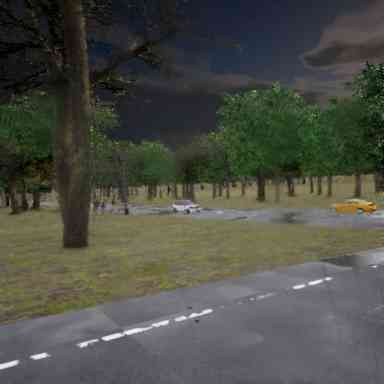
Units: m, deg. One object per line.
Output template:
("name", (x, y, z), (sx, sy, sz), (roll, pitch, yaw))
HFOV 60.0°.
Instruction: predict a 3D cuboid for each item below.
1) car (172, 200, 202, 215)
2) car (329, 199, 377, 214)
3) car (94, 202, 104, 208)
("car", (-0.892, 2.262, 49.872), (2.150, 2.045, 5.566), (-4, 1, -36))
("car", (17.463, 1.562, 36.370), (1.882, 1.535, 5.008), (-4, 1, -36))
("car", (-24.887, 3.362, 88.922), (2.128, 1.511, 4.902), (-4, 1, -31))
